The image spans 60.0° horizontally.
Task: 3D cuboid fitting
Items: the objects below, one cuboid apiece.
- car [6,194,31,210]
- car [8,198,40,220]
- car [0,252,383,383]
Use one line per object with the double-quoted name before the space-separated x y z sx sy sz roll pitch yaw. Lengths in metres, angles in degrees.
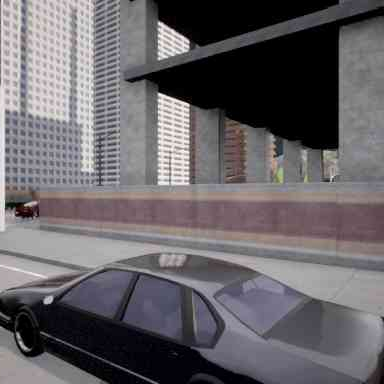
"car" -19.873 1.221 35.634 2.150 2.045 5.566 0 0 36
"car" -12.199 1.477 27.976 1.882 1.535 5.008 0 0 36
"car" -0.411 1.547 4.285 5.357 1.411 2.033 0 0 35
